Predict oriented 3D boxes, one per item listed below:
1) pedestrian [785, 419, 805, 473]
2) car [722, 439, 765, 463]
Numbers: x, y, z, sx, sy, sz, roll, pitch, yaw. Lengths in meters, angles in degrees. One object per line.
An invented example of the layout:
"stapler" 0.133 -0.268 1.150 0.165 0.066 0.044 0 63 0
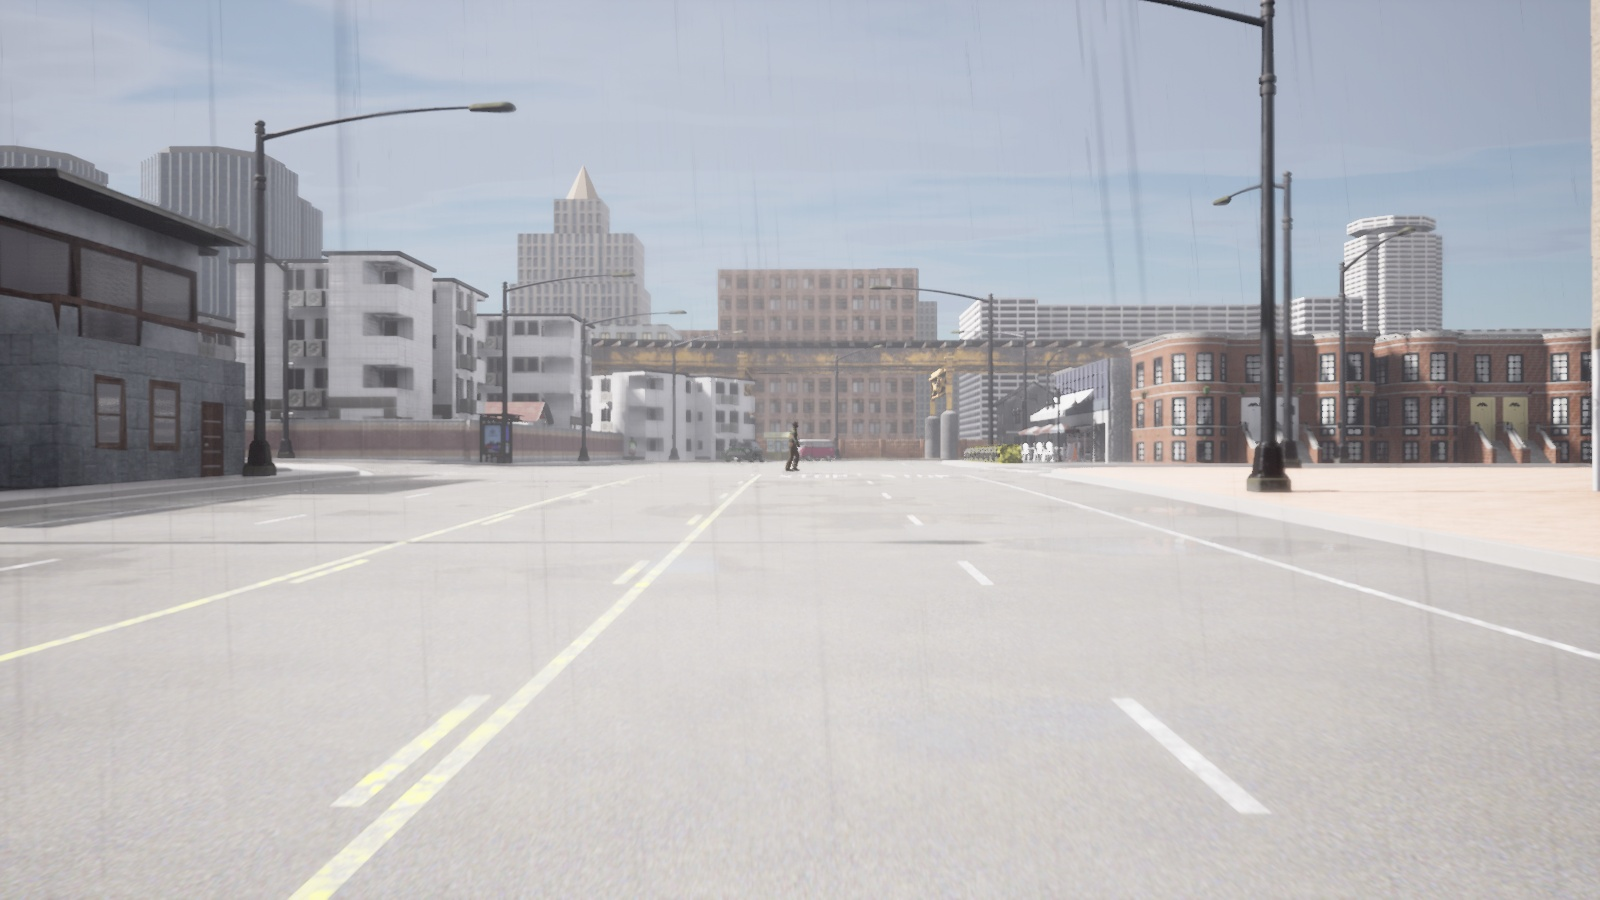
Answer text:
"pedestrian" -0.189 -0.138 44.739 0.692 1.930 0.395 0 0 -3
"car" -4.268 0.109 95.682 2.097 1.767 4.553 0 0 14
